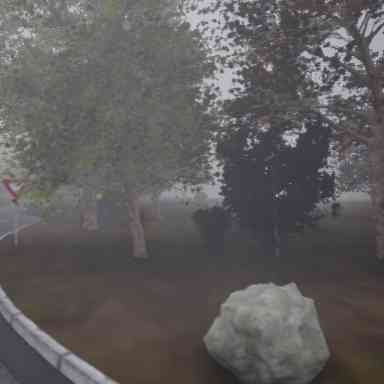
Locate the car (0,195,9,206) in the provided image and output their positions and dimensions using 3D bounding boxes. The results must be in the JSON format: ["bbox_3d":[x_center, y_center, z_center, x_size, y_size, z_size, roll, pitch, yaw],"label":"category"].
[{"bbox_3d":[-25.680,1.079,43.394,4.553,1.767,2.097,0,0,43],"label":"car"}]
